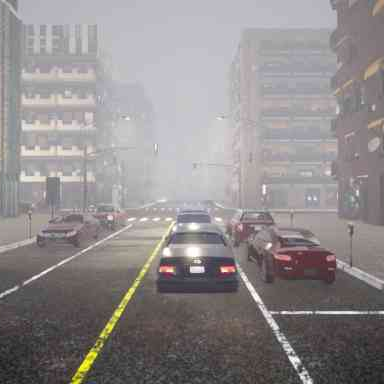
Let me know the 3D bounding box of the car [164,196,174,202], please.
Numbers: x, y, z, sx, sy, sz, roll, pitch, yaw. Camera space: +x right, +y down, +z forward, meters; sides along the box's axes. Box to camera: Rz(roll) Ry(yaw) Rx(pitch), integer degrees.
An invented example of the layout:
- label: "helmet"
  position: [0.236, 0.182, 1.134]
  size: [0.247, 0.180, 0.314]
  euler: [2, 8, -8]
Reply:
- label: "car"
  position: [-5.295, 1.577, 75.597]
  size: [1.947, 1.339, 4.313]
  euler: [1, 0, 0]

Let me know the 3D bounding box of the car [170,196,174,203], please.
- label: "car"
  position: [-5.295, 1.536, 69.756]
  size: [1.752, 1.417, 4.829]
  euler: [1, 0, 0]

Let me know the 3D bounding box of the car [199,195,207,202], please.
- label: "car"
  position: [2.587, 1.556, 81.296]
  size: [1.887, 1.381, 4.507]
  euler: [1, 0, 0]

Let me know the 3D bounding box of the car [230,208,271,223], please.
- label: "car"
  position: [2.578, 1.444, 14.842]
  size: [1.967, 1.590, 4.097]
  euler: [1, 0, 0]

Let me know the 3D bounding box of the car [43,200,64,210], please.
- label: "car"
  position: [-17.618, 1.591, 39.760]
  size: [4.313, 1.339, 1.947]
  euler: [0, -1, 0]

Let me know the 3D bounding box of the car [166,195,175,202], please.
- label: "car"
  position: [-5.294, 1.556, 81.267]
  size: [1.887, 1.381, 4.507]
  euler: [1, 0, 0]

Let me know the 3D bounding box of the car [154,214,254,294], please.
- label: "car"
  position: [0.101, 1.550, 8.948]
  size: [2.033, 1.411, 5.357]
  euler: [0, 0, 0]

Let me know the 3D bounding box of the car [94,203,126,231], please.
- label: "car"
  position: [-5.310, 1.445, 20.371]
  size: [1.967, 1.590, 4.097]
  euler: [1, 0, 0]

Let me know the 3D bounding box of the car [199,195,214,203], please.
- label: "car"
  position: [2.582, 1.560, 52.941]
  size: [2.008, 1.369, 4.403]
  euler: [1, 0, 0]

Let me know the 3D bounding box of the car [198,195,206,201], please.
- label: "car"
  position: [2.587, 1.563, 86.967]
  size: [2.008, 1.369, 4.403]
  euler: [1, 0, 0]

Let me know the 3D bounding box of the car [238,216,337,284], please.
- label: "car"
  position: [2.575, 1.584, 9.293]
  size: [1.802, 1.307, 4.206]
  euler: [1, 0, 0]

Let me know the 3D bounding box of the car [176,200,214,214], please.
- label: "car"
  position: [0.095, 1.482, 19.590]
  size: [1.882, 1.535, 5.008]
  euler: [0, 0, 0]

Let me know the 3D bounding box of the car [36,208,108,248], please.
- label: "car"
  position: [-5.309, 1.585, 14.821]
  size: [1.802, 1.307, 4.206]
  euler: [1, 0, 0]

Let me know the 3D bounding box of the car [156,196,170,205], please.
- label: "car"
  position: [-5.297, 1.535, 58.413]
  size: [1.752, 1.417, 4.829]
  euler: [1, 0, 0]

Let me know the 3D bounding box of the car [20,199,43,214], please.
- label: "car"
  position: [-17.557, 1.241, 31.884]
  size: [5.009, 1.841, 2.192]
  euler: [0, -1, 0]
